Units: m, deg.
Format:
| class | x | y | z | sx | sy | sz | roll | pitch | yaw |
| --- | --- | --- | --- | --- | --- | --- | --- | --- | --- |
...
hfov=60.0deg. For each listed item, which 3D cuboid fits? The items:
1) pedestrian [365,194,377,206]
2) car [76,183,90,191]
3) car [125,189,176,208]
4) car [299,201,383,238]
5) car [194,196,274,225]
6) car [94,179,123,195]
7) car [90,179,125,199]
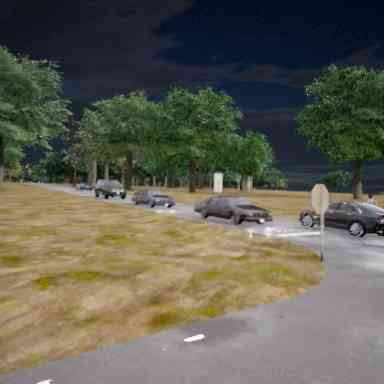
| class | x | y | z | sx | sy | sz | roll | pitch | yaw |
| --- | --- | --- | --- | --- | --- | --- | --- | --- | --- |
| pedestrian | 9.937 | 1.013 | 18.569 | 0.375 | 1.860 | 0.375 | 4 | -2 | -32 |
| car | -18.923 | -0.965 | 58.136 | 1.994 | 1.385 | 4.181 | 1 | 2 | -32 |
| car | -3.338 | 0.485 | 27.619 | 2.033 | 1.411 | 5.357 | 1 | 2 | -33 |
| car | 7.335 | 1.197 | 15.986 | 1.837 | 1.490 | 4.892 | 3 | 2 | -26 |
| car | 2.146 | 0.940 | 18.949 | 2.033 | 1.411 | 5.357 | 1 | 2 | -32 |
| car | -11.876 | -0.713 | 47.064 | 2.150 | 2.045 | 5.566 | 1 | 2 | -33 |
| car | -9.068 | -0.321 | 36.681 | 2.150 | 2.045 | 5.566 | 2 | 2 | -32 |
